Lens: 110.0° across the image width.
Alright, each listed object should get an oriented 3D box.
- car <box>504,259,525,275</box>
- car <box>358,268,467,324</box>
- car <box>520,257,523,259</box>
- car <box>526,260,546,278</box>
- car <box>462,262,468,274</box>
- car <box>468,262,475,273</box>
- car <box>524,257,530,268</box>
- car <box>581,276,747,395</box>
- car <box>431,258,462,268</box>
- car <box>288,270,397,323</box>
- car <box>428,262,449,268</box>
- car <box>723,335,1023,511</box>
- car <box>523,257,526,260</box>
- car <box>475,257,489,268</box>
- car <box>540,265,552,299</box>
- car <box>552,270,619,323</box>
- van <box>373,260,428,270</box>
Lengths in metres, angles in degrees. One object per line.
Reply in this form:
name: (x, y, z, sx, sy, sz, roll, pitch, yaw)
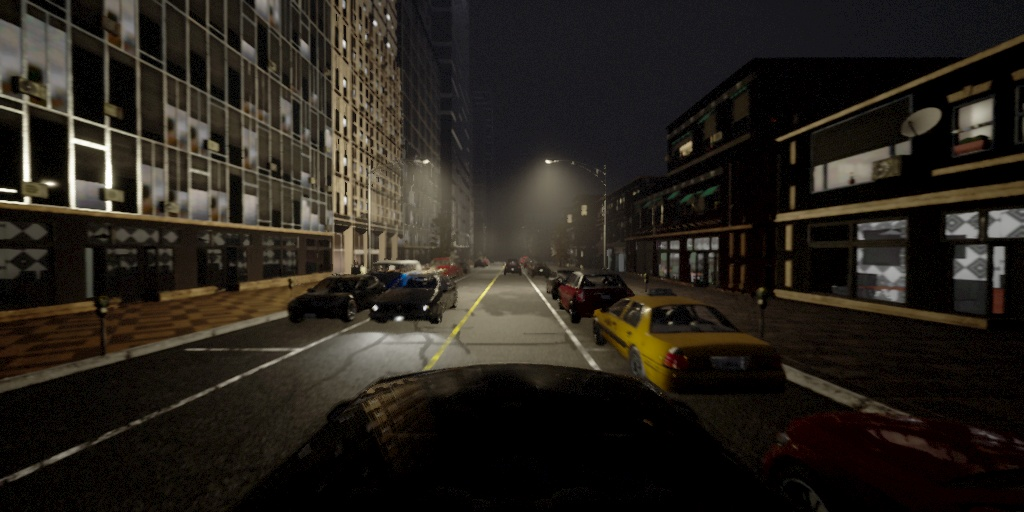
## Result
car: (0.096, 1.351, 39.534, 1.994, 1.385, 4.181, 0, 0, 1)
car: (-3.019, 1.307, 12.278, 2.033, 1.411, 5.357, 0, 0, 0)
car: (0.103, 1.152, 52.485, 2.097, 1.767, 4.553, 0, 0, 0)
car: (2.690, 1.348, 34.757, 1.948, 1.339, 4.313, 0, 0, 0)
car: (-5.694, 1.364, 34.813, 1.802, 1.307, 4.207, 0, 0, 0)
car: (-5.690, 1.354, 40.457, 1.948, 1.339, 4.313, 0, 0, 0)
car: (2.691, 1.228, 40.401, 1.967, 1.591, 4.097, 0, 0, 0)
car: (2.689, 1.280, 6.707, 1.751, 1.417, 4.829, 0, 0, 0)
car: (-5.699, 1.091, 29.169, 2.192, 1.841, 5.009, 0, 0, 0)
car: (-5.658, 1.325, 12.237, 1.948, 1.339, 4.313, 0, 0, 0)
car: (-5.675, 1.321, 23.525, 2.007, 1.370, 4.403, 0, 0, 0)
car: (2.689, 1.331, 0.893, 1.802, 1.307, 4.207, 0, 0, 0)
car: (2.691, 1.351, 57.333, 1.888, 1.381, 4.507, 0, 0, 0)
car: (-5.689, 1.378, 63.034, 1.948, 1.339, 4.313, 0, 0, 0)
car: (2.689, 1.331, 17.825, 1.948, 1.339, 4.313, 0, 0, 0)
car: (2.689, 1.199, 12.181, 1.967, 1.591, 4.097, 0, 0, 0)
van: (-5.662, 1.106, 17.881, 1.690, 1.789, 3.998, 0, 0, 0)
